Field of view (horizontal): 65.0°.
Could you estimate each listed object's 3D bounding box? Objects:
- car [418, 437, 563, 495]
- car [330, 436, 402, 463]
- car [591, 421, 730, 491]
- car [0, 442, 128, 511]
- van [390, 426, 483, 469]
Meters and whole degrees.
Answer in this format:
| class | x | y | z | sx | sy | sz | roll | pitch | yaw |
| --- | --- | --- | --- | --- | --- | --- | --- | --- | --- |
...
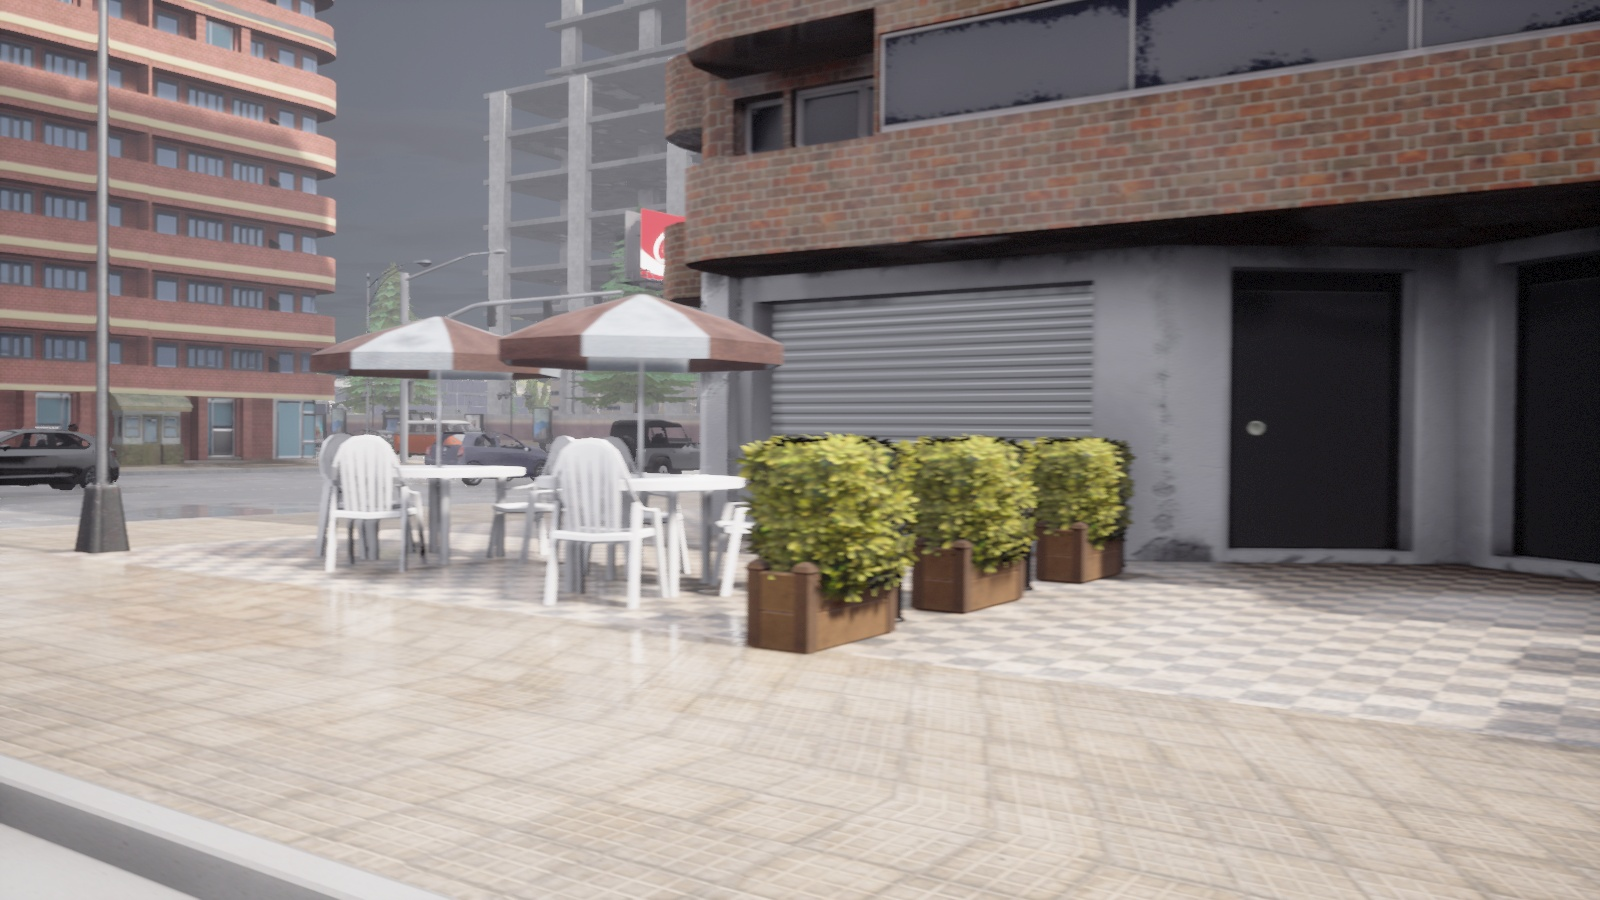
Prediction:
| class | x | y | z | sx | sy | sz | roll | pitch | yaw |
| --- | --- | --- | --- | --- | --- | --- | --- | --- | --- |
| car | -8.650 | 0.399 | 35.284 | 1.845 | 1.501 | 3.633 | 0 | 1 | 34 |
| car | -25.579 | -0.010 | 74.022 | 3.705 | 1.549 | 1.789 | 0 | 1 | 21 |
| car | -3.941 | 0.129 | 36.003 | 1.905 | 1.878 | 3.866 | 0 | 1 | 34 |
| car | -17.670 | 0.577 | 28.183 | 1.816 | 1.474 | 4.193 | 0 | 1 | 34 |
| van | -17.242 | -0.112 | 59.507 | 4.442 | 1.987 | 1.775 | 0 | 1 | 34 |
